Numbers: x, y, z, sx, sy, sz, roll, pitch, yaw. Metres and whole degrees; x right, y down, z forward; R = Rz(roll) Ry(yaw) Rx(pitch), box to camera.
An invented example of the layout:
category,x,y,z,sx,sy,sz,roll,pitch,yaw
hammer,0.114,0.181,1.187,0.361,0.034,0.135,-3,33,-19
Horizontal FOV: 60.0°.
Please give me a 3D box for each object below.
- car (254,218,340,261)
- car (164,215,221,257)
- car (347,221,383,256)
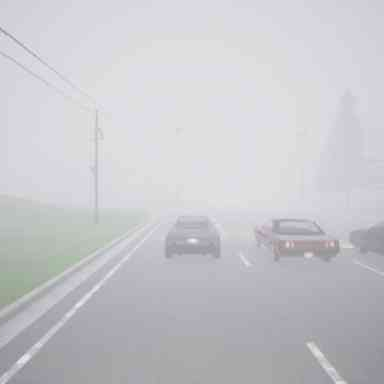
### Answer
category,x,y,z,sx,sy,sz,roll,pitch,yaw
car,3.534,1.608,12.211,1.895,1.301,4.718,0,0,1
car,0.042,1.573,12.926,1.994,1.385,4.181,0,0,1
car,7.018,1.554,10.641,2.033,1.411,5.357,0,0,0
